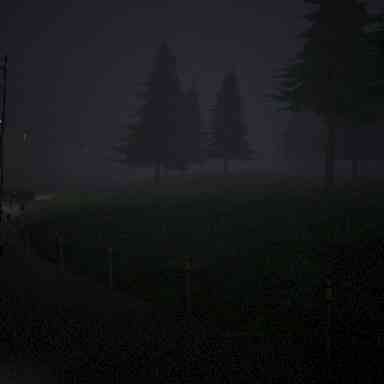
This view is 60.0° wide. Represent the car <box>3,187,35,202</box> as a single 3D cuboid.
[{"bbox_3d":[-19.621,0.215,37.921,2.128,1.511,4.902,3,2,-2],"label":"car"}]
